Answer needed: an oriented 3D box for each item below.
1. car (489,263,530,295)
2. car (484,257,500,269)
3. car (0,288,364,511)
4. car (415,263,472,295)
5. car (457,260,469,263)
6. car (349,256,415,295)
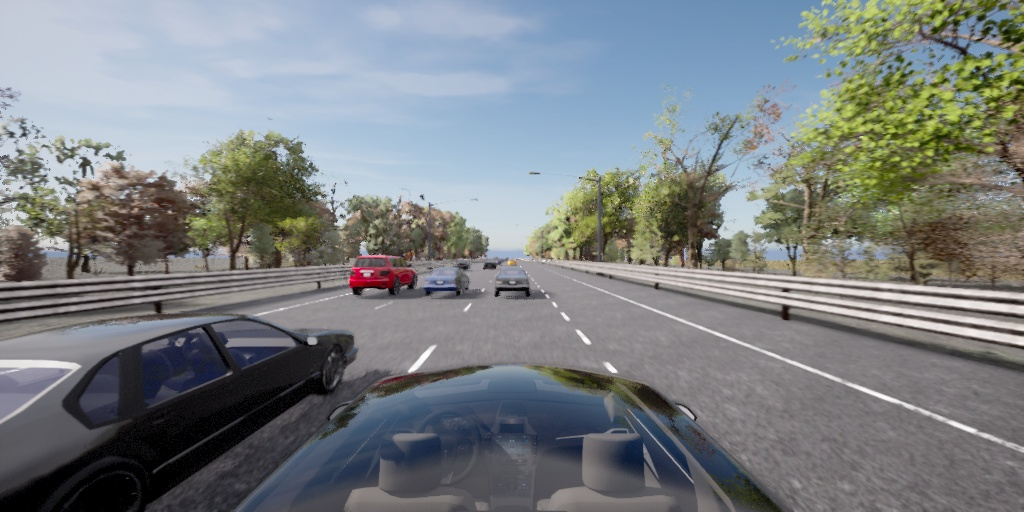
[{"bbox_3d":[0.024,1.319,19.722,2.033,1.411,5.357,0,0,0],"label":"car"},{"bbox_3d":[-3.426,1.327,57.532,1.882,1.535,5.008,0,0,0],"label":"car"},{"bbox_3d":[-3.499,1.303,3.590,2.033,1.411,5.357,0,0,0],"label":"car"},{"bbox_3d":[-3.478,1.323,19.789,2.033,1.411,5.357,0,0,0],"label":"car"},{"bbox_3d":[-6.936,1.348,51.544,1.837,1.490,4.892,0,0,0],"label":"car"},{"bbox_3d":[-6.977,1.002,19.931,2.150,2.045,5.566,0,0,0],"label":"car"}]
